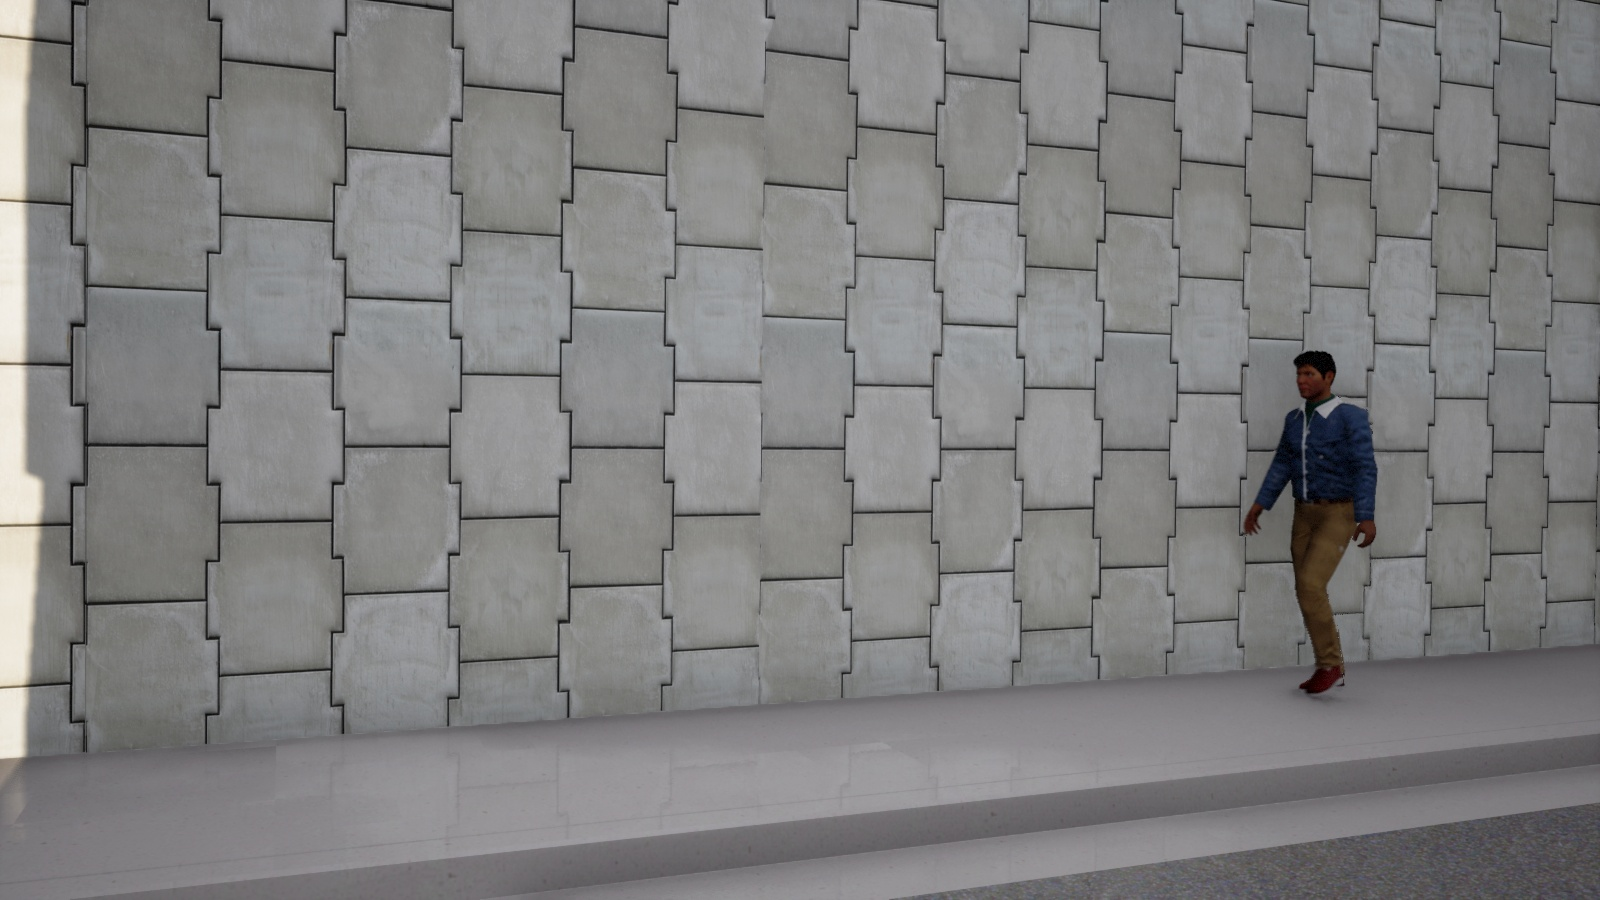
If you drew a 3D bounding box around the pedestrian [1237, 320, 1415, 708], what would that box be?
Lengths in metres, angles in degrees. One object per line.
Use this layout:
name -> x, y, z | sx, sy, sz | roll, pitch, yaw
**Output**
pedestrian -> 2.782, 0.315, 6.648 | 0.788, 1.949, 0.423 | -1, 1, -21
